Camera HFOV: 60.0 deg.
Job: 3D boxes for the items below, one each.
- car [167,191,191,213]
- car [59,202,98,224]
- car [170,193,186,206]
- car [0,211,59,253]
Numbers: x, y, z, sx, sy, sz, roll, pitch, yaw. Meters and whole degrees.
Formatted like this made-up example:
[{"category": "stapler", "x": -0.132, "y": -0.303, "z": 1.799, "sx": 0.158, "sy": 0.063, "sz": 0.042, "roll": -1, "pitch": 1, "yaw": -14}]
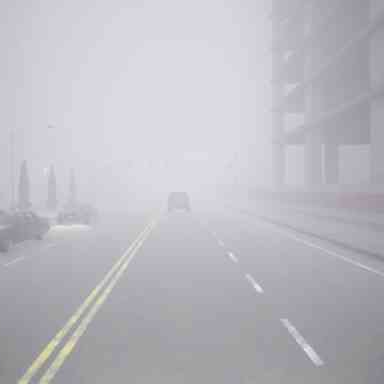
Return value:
[{"category": "car", "x": -1.317, "y": 0.965, "z": 33.168, "sx": 2.150, "sy": 2.045, "sz": 5.566, "roll": 0, "pitch": 1, "yaw": -2}, {"category": "car", "x": -8.053, "y": 1.440, "z": 23.714, "sx": 1.994, "sy": 1.385, "sz": 4.181, "roll": -1, "pitch": 0, "yaw": -3}, {"category": "car", "x": -1.890, "y": 0.995, "z": 46.221, "sx": 2.097, "sy": 1.767, "sz": 4.553, "roll": 0, "pitch": 0, "yaw": -2}, {"category": "car", "x": -7.632, "y": 1.499, "z": 13.764, "sx": 2.033, "sy": 1.411, "sz": 5.357, "roll": 0, "pitch": 0, "yaw": -2}]
